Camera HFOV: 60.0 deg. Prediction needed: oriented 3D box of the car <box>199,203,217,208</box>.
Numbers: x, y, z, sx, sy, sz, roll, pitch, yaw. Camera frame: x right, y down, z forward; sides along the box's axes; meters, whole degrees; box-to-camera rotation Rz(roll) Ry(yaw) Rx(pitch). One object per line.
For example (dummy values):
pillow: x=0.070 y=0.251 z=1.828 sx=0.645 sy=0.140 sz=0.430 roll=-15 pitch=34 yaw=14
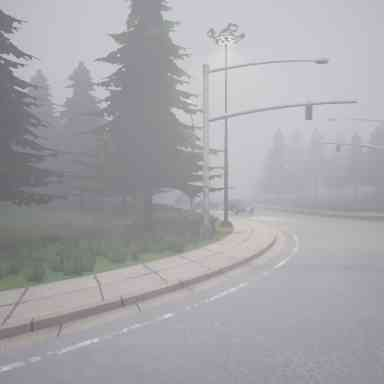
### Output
car: x=2.064 y=1.601 z=43.922 sx=1.895 sy=1.301 sz=4.718 roll=0 pitch=0 yaw=-16

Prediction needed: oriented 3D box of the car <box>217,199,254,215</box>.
car: x=4.717 y=1.491 z=34.282 sx=2.128 sy=1.511 sz=4.902 roll=0 pitch=0 yaw=-15

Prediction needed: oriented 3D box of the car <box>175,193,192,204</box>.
car: x=-1.265 y=1.223 z=55.382 sx=2.150 sy=2.045 sz=5.566 roll=0 pitch=0 yaw=-17
